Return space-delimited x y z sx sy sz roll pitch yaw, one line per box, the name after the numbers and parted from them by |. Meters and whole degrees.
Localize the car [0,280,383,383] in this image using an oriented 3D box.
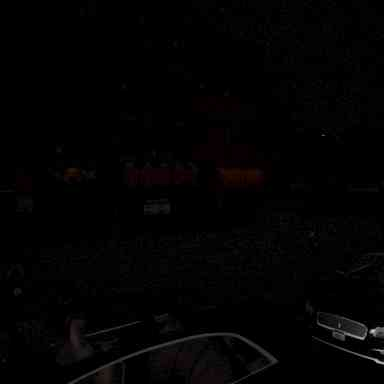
-0.837 1.550 2.238 4.403 1.369 2.008 0 -2 -36 | car

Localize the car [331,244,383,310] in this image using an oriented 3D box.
3.595 1.548 5.408 4.403 1.369 2.008 0 -2 -36 | car
